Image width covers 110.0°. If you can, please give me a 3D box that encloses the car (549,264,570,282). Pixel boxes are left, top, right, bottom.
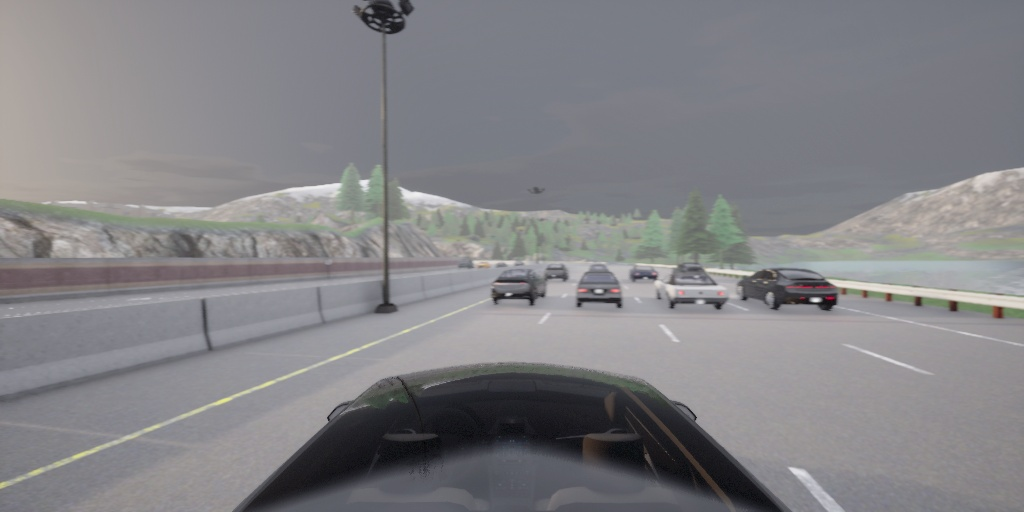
[{"bbox_3d":[3.942,1.409,31.295,2.128,1.511,4.902,-1,0,14],"label":"car"}]

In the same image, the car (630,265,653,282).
[{"bbox_3d":[10.702,1.417,29.479,1.895,1.301,4.718,-1,0,14],"label":"car"}]

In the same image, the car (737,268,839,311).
[{"bbox_3d":[10.654,1.212,14.264,1.837,1.490,4.892,-1,0,14],"label":"car"}]

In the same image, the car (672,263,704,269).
[{"bbox_3d":[14.155,1.275,28.860,1.837,1.490,4.892,-1,0,14],"label":"car"}]

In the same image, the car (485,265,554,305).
[{"bbox_3d":[0.443,1.347,16.706,2.128,1.511,4.902,-1,0,14],"label":"car"}]

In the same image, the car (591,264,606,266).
[{"bbox_3d":[7.270,1.413,30.181,2.033,1.411,5.357,-1,0,14],"label":"car"}]

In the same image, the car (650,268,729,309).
[{"bbox_3d":[7.204,1.355,14.893,1.895,1.301,4.718,-1,0,14],"label":"car"}]

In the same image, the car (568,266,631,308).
[{"bbox_3d":[3.772,1.351,15.595,2.033,1.411,5.357,-1,0,14],"label":"car"}]
